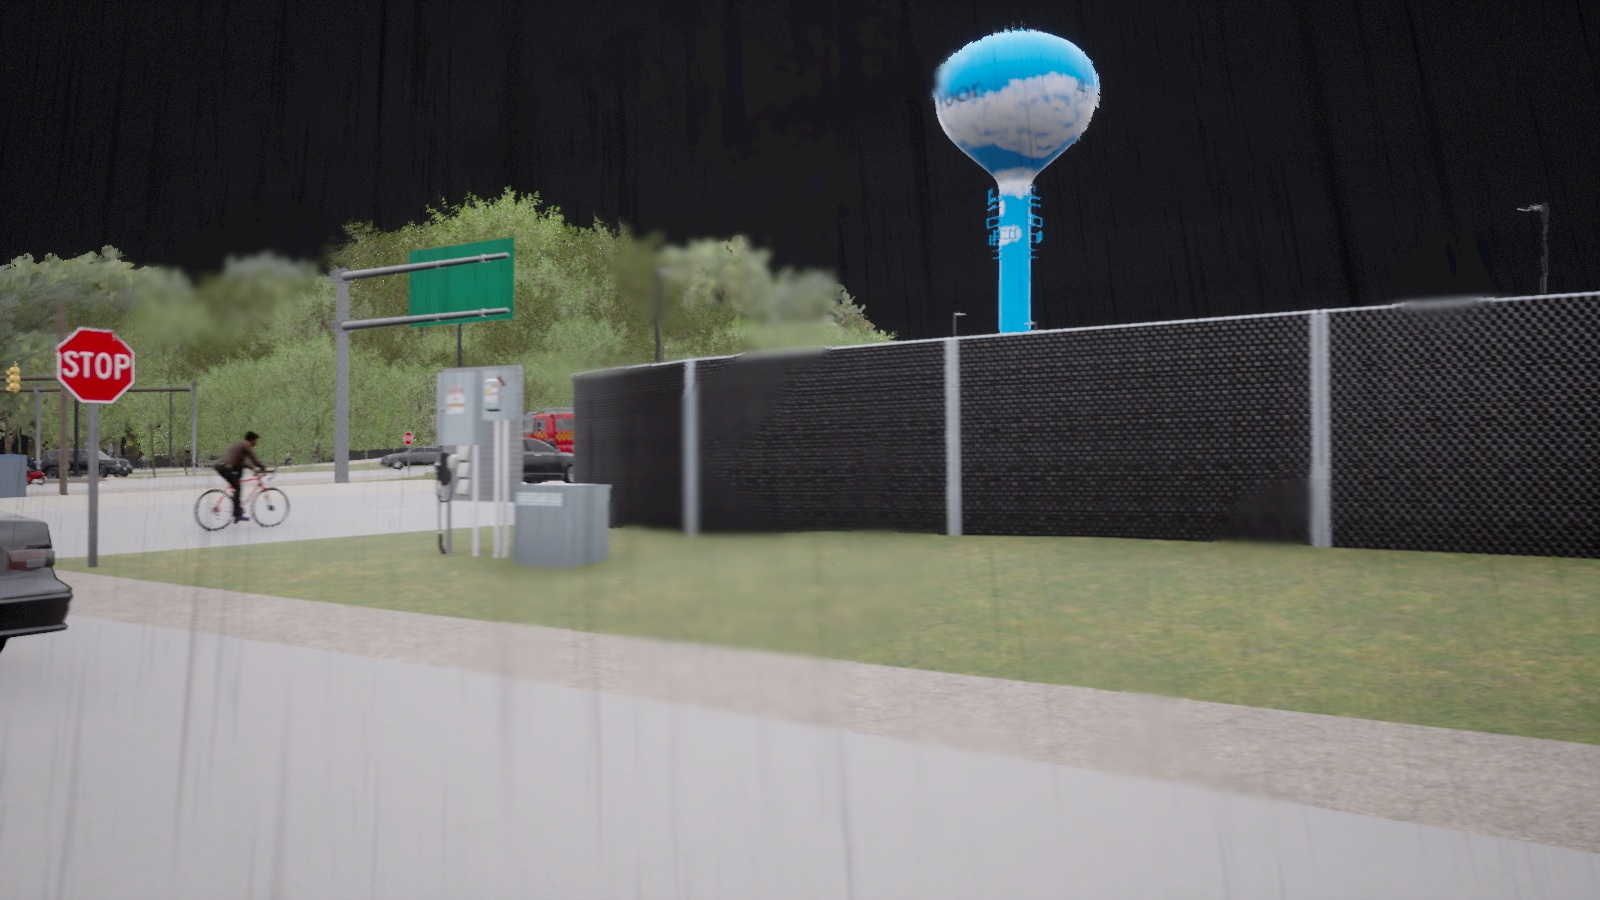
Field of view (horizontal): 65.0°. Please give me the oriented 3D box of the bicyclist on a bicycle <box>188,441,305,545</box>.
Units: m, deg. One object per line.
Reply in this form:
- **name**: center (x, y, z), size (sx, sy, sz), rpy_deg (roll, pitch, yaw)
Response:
- **bicyclist on a bicycle**: center (-9.066, 0.680, 20.627), size (0.582, 1.620, 1.656), rpy_deg (-1, 1, 36)

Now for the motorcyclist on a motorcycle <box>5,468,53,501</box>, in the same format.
- **motorcyclist on a motorcycle**: center (-39.415, 1.766, 64.210), size (0.866, 1.590, 1.817), rpy_deg (-1, 1, 33)

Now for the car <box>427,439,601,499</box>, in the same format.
- **car**: center (-8.067, 0.507, 35.880), size (1.837, 1.490, 4.892), rpy_deg (-1, 1, 34)

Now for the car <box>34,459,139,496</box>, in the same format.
- **car**: center (-45.116, 1.746, 79.412), size (5.566, 2.045, 2.150), rpy_deg (-3, -1, 9)

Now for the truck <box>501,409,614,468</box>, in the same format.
- **truck**: center (-17.944, -0.915, 93.473), size (2.891, 3.827, 8.468), rpy_deg (-1, 3, 35)

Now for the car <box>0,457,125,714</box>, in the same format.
- **car**: center (-6.861, 0.817, 8.179), size (5.357, 1.411, 2.033), rpy_deg (-1, 0, 34)

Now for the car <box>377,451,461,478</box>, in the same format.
- **car**: center (-24.825, 0.915, 81.868), size (4.902, 1.511, 2.128), rpy_deg (-3, 2, -26)
